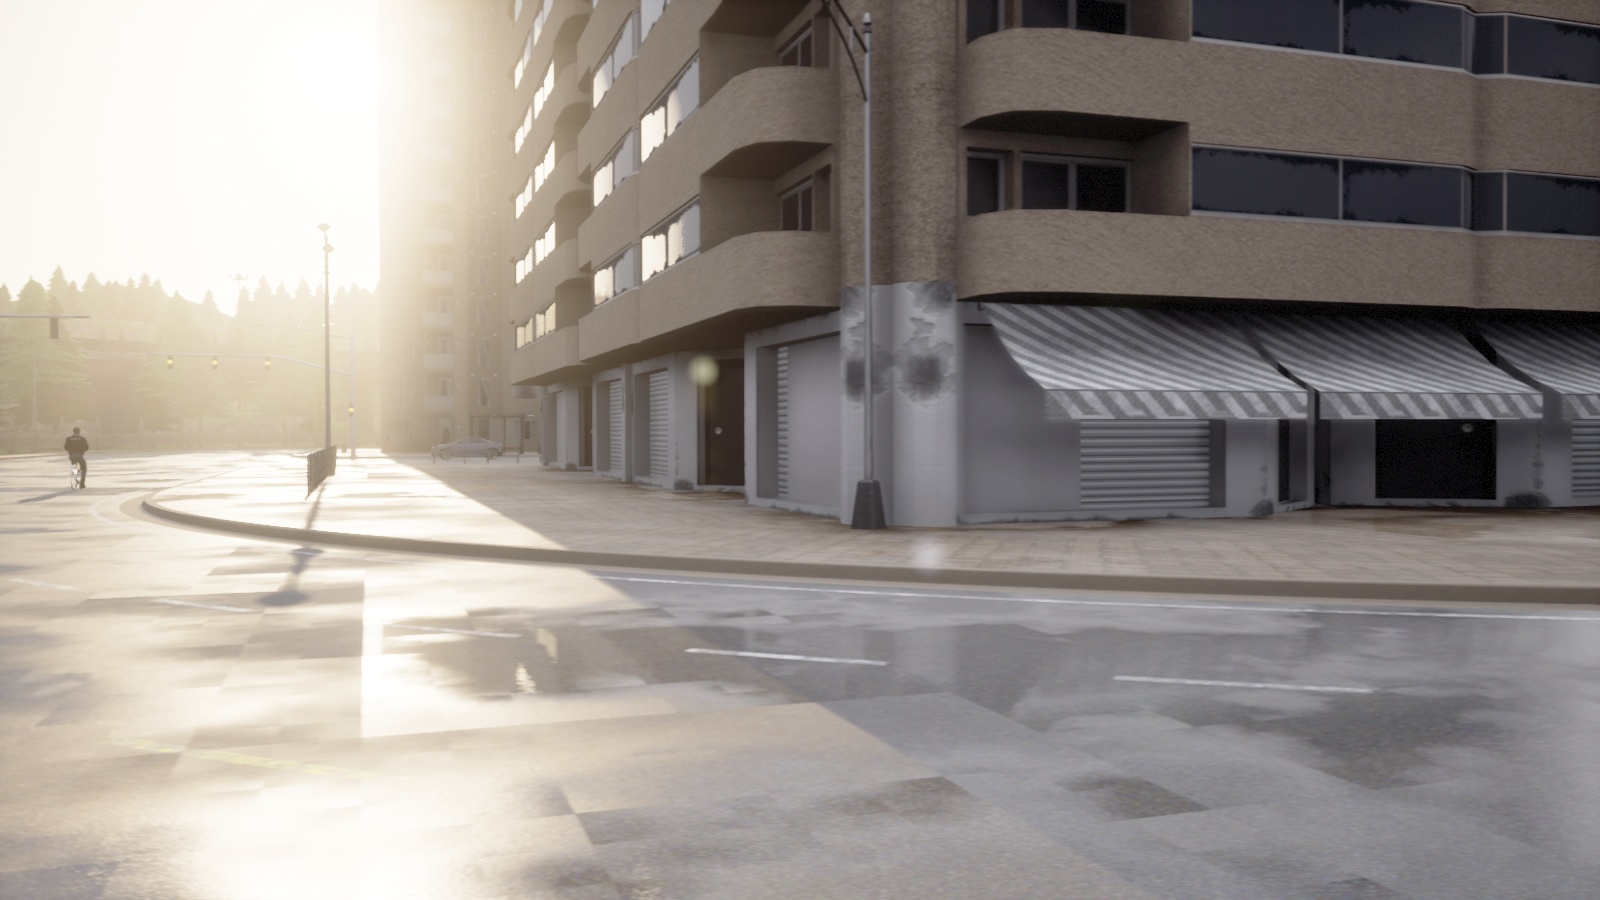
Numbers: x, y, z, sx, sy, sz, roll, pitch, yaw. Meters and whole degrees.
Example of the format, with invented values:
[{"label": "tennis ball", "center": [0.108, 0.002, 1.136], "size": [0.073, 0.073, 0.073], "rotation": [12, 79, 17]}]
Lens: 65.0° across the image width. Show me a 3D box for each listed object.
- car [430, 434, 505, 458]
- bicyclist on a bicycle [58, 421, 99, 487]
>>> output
[{"label": "car", "center": [-19.858, -0.262, 75.034], "size": [4.181, 1.385, 1.994], "rotation": [0, 1, -19]}, {"label": "bicyclist on a bicycle", "center": [-20.083, 0.090, 34.991], "size": [0.659, 1.776, 1.843], "rotation": [0, 1, -19]}]
